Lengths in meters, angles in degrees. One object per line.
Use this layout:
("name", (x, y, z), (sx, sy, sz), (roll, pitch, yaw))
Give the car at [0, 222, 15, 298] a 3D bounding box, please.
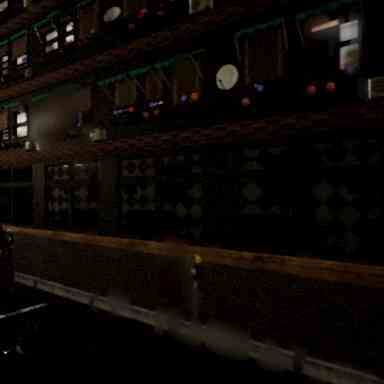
("car", (-5.642, 1.245, 6.881), (5.009, 1.841, 2.192), (1, 0, 36))
